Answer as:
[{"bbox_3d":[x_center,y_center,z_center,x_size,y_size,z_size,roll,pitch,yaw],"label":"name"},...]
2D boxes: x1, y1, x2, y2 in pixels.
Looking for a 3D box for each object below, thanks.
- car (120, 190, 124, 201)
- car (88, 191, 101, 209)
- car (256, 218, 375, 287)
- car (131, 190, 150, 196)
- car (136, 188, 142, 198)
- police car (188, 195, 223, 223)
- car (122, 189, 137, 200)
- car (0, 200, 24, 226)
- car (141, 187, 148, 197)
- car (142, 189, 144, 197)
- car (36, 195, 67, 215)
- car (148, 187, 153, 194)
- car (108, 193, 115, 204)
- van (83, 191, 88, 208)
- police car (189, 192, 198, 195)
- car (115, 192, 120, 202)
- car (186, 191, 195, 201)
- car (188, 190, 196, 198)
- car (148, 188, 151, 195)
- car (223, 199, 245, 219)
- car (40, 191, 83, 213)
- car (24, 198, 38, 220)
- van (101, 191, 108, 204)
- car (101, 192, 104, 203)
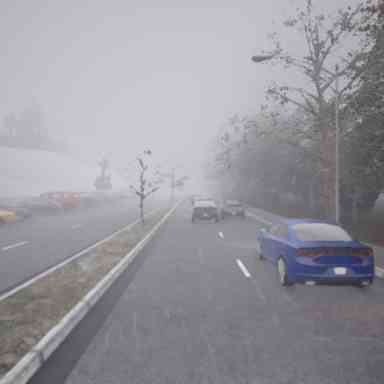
[{"bbox_3d":[-13.835,0.953,53.364,4.792,1.488,2.163,-1,1,-20],"label":"car"},{"bbox_3d":[-13.845,0.911,38.428,5.566,2.045,2.435,-1,1,-20],"label":"car"},{"bbox_3d":[3.073,1.460,9.308,1.882,1.535,5.008,0,0,1],"label":"car"},{"bbox_3d":[-13.872,0.273,89.361,4.792,1.488,2.163,-1,2,-20],"label":"car"},{"bbox_3d":[-14.025,0.634,71.291,5.366,1.575,1.946,-1,1,-20],"label":"car"},{"bbox_3d":[0.895,1.293,24.515,1.930,1.638,5.238,0,1,0],"label":"police car"},{"bbox_3d":[-13.830,0.762,65.369,4.792,1.488,2.163,-1,1,-20],"label":"car"},{"bbox_3d":[-13.702,1.398,20.581,5.366,1.575,1.946,-1,0,-20],"label":"car"},{"bbox_3d":[-13.828,0.274,77.378,5.566,2.045,2.435,-1,1,-20],"label":"car"},{"bbox_3d":[-13.857,0.620,74.364,4.674,1.452,2.002,-1,1,-20],"label":"car"},{"bbox_3d":[-13.867,1.339,29.466,4.674,1.452,2.002,-1,1,-20],"label":"car"},{"bbox_3d":[-13.876,0.070,86.356,5.566,2.045,2.435,-1,2,-20],"label":"car"},{"bbox_3d":[-13.836,0.894,47.372,4.553,1.767,2.185,-1,1,-20],"label":"car"},{"bbox_3d":[-13.763,0.983,35.475,4.442,1.987,1.878,-1,1,-20],"label":"van"},{"bbox_3d":[0.893,1.156,34.512,1.930,1.638,5.238,0,1,0],"label":"police car"},{"bbox_3d":[-13.858,1.012,50.346,4.674,1.452,2.002,-1,1,-20],"label":"car"},{"bbox_3d":[-0.012,0.788,60.980,1.882,1.535,5.008,0,1,0],"label":"car"},{"bbox_3d":[-0.015,0.411,75.978,1.882,1.535,5.008,0,1,0],"label":"car"},{"bbox_3d":[-13.676,0.387,83.435,5.366,1.575,1.946,-1,1,-20],"label":"car"},{"bbox_3d":[3.080,1.333,26.777,2.128,1.511,4.902,0,1,0],"label":"car"},{"bbox_3d":[-13.899,1.007,32.432,5.566,2.045,2.435,-1,1,-20],"label":"car"},{"bbox_3d":[-13.846,1.404,23.509,4.792,1.488,2.163,-1,0,-20],"label":"car"},{"bbox_3d":[-13.976,0.844,44.336,4.442,1.987,1.878,-1,1,-20],"label":"van"},{"bbox_3d":[-13.860,1.116,41.400,4.892,1.521,2.231,-1,1,-20],"label":"car"}]
